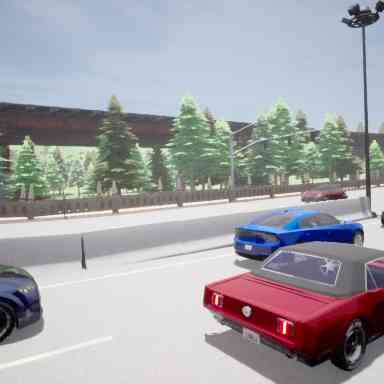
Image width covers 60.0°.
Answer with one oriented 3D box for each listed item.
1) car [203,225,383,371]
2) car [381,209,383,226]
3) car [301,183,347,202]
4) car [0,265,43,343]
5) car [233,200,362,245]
[{"bbox_3d":[2.573,1.528,5.607,4.718,1.301,1.895,-2,1,-36],"label":"car"},{"bbox_3d":[10.840,0.879,15.875,4.181,1.385,1.994,-4,2,-36],"label":"car"},{"bbox_3d":[11.811,0.142,29.765,4.553,1.767,2.097,-4,3,-36],"label":"car"},{"bbox_3d":[-4.489,1.563,4.847,4.181,1.385,1.994,0,0,-36],"label":"car"},{"bbox_3d":[3.561,1.283,10.630,5.008,1.535,1.882,-3,2,-36],"label":"car"}]
